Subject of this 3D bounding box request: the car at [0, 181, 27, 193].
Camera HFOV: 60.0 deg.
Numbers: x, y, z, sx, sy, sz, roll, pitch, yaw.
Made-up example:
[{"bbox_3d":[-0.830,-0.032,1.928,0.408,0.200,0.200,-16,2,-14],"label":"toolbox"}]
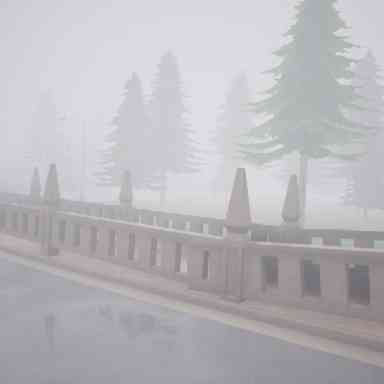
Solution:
[{"bbox_3d":[-21.266,-0.476,37.418,1.882,1.535,5.008,4,3,37],"label":"car"}]
